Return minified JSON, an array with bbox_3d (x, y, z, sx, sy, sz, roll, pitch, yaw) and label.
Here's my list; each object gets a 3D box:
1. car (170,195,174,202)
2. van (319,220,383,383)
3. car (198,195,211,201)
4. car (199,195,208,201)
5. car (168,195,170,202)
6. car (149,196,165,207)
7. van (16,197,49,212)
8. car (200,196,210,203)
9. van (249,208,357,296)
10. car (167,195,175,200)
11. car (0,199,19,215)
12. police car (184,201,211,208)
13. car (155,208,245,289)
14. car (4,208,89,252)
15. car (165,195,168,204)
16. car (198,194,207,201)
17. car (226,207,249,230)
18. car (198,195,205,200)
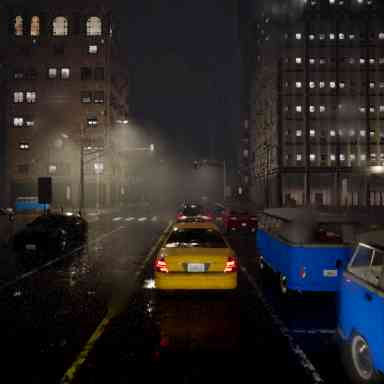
[{"bbox_3d":[-5.673,1.517,74.539,2.008,1.369,4.403,1,0,0],"label":"car"},{"bbox_3d":[2.704,1.342,2.758,1.690,1.788,3.998,1,0,0],"label":"van"},{"bbox_3d":[2.706,1.529,63.235,2.008,1.369,4.403,1,0,0],"label":"car"},{"bbox_3d":[2.708,1.510,80.189,2.008,1.369,4.403,1,0,0],"label":"car"},{"bbox_3d":[-5.674,1.560,63.237,1.802,1.307,4.206,1,0,0],"label":"car"},{"bbox_3d":[-5.676,1.572,51.933,1.802,1.307,4.206,1,0,0],"label":"car"},{"bbox_3d":[-19.732,1.525,40.804,3.998,1.788,1.690,0,0,1],"label":"van"},{"bbox_3d":[2.707,1.517,68.886,1.887,1.381,4.507,1,0,0],"label":"car"},{"bbox_3d":[2.704,1.343,8.335,1.690,1.788,3.998,1,0,0],"label":"van"},{"bbox_3d":[-5.671,1.472,91.325,1.752,1.417,4.829,1,0,0],"label":"car"},{"bbox_3d":[-19.840,1.620,32.423,4.403,1.369,2.008,0,0,1],"label":"car"},{"bbox_3d":[0.106,1.505,19.415,2.038,1.542,4.974,0,0,0],"label":"police car"},{"bbox_3d":[0.098,1.458,9.095,1.801,1.575,5.366,0,0,0],"label":"car"},{"bbox_3d":[-5.679,1.567,13.918,1.947,1.339,4.313,1,0,0],"label":"car"},{"bbox_3d":[-5.673,1.425,57.586,1.967,1.590,4.097,1,0,0],"label":"car"},{"bbox_3d":[2.710,1.393,85.841,1.967,1.590,4.097,1,0,0],"label":"car"},{"bbox_3d":[2.702,1.545,19.488,1.887,1.381,4.507,1,0,0],"label":"car"},{"bbox_3d":[2.709,1.472,91.663,1.752,1.417,4.829,1,0,0],"label":"car"}]
